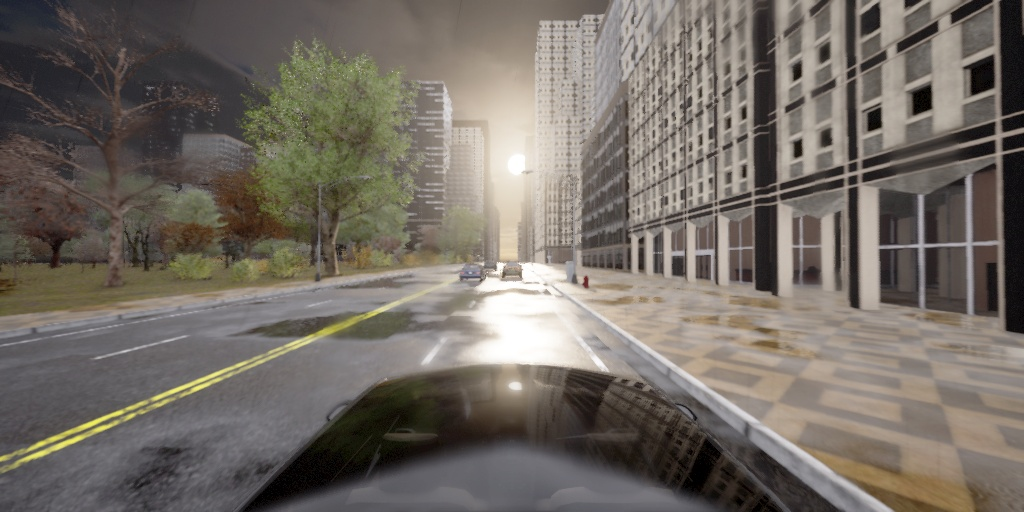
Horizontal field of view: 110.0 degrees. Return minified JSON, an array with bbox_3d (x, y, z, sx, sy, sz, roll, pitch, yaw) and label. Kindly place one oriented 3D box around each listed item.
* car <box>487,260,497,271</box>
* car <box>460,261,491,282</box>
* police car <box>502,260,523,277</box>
[{"bbox_3d":[-3.149,1.367,53.205,2.128,1.511,4.902,0,0,0],"label":"car"},{"bbox_3d":[-3.150,1.335,29.678,2.033,1.411,5.357,0,0,0],"label":"car"},{"bbox_3d":[0.048,1.311,35.682,2.038,1.542,4.974,0,0,0],"label":"police car"}]
